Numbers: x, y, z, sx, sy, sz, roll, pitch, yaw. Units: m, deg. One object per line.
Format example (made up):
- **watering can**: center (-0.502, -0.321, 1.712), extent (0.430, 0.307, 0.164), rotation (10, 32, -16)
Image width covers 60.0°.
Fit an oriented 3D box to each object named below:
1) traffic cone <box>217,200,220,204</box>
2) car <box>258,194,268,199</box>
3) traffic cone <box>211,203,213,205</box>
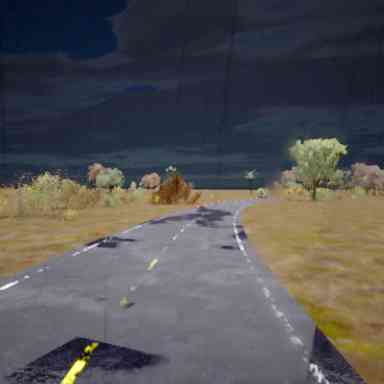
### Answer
- **traffic cone**: center (4.686, 1.757, 59.041), extent (0.340, 0.580, 0.340), rotation (0, 0, 17)
- **car**: center (18.896, 1.238, 88.483), extent (1.994, 1.385, 4.181), rotation (0, 0, 26)
- **traffic cone**: center (3.273, 1.777, 54.176), extent (0.340, 0.580, 0.340), rotation (0, 0, 15)
